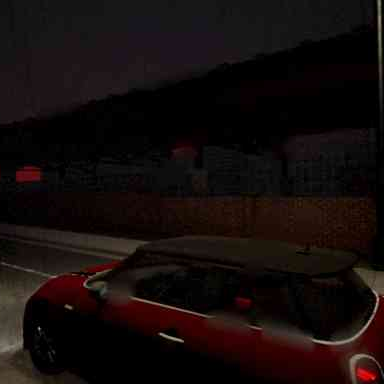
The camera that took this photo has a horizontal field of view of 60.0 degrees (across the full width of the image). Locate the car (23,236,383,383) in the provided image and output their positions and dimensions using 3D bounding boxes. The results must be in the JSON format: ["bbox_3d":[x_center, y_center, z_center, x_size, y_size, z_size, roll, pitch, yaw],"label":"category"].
[{"bbox_3d":[-0.045,1.337,4.025,4.553,1.767,2.097,0,0,36],"label":"car"}]
